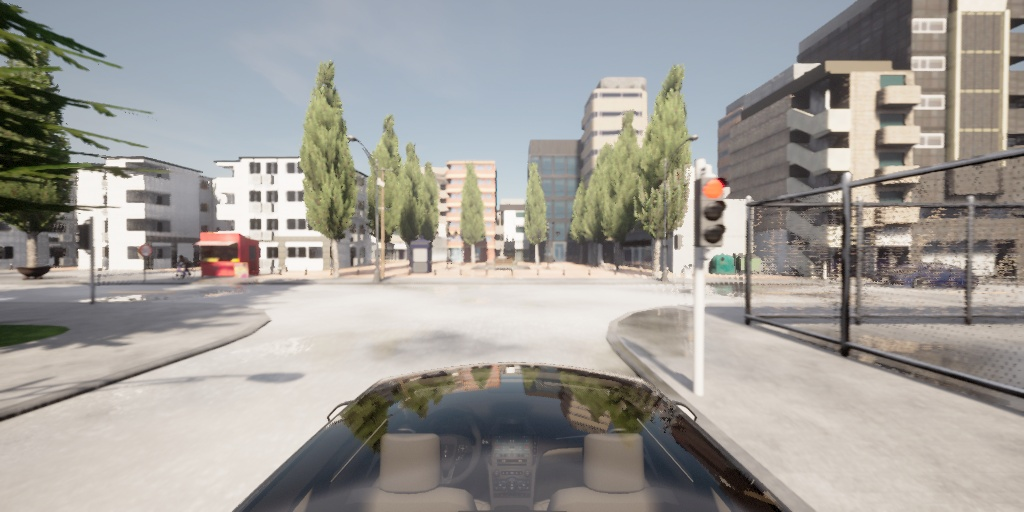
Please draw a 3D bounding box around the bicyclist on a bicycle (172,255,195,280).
[{"bbox_3d":[-21.561,0.759,23.538,0.582,1.620,1.656,0,1,0],"label":"bicyclist on a bicycle"}]

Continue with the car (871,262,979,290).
[{"bbox_3d":[22.185,1.042,19.377,4.181,1.385,1.994,0,1,0],"label":"car"}]
